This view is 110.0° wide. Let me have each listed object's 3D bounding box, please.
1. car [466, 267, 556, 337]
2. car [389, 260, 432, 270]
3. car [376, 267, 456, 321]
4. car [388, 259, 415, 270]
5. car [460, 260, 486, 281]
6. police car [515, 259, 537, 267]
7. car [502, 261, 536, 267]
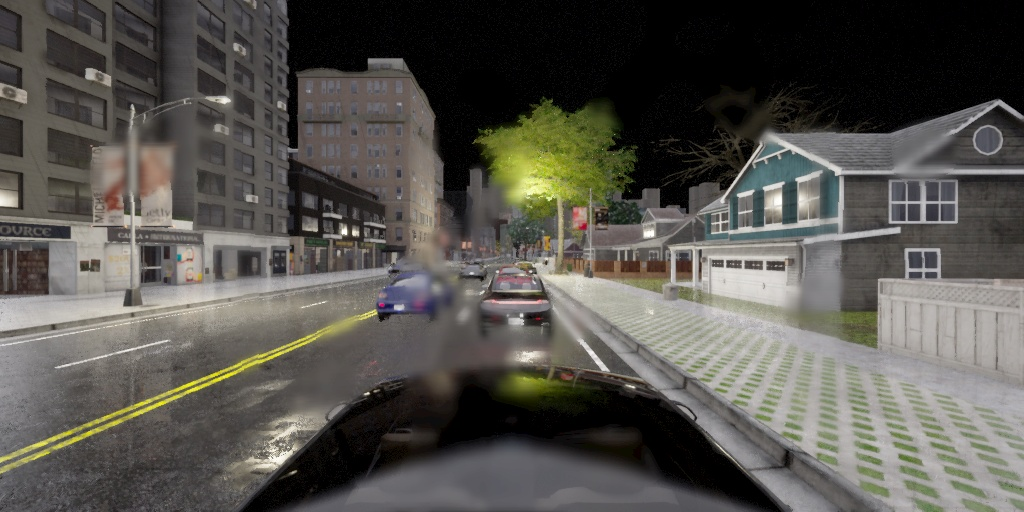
[{"bbox_3d":[0.112,1.239,10.296,2.128,1.511,4.902,0,0,0],"label":"car"},{"bbox_3d":[-6.573,1.241,24.817,1.837,1.490,4.892,0,0,0],"label":"car"},{"bbox_3d":[-3.137,1.272,12.319,1.812,1.442,4.674,0,0,0],"label":"car"},{"bbox_3d":[-9.816,1.078,33.100,2.097,1.767,4.553,0,0,0],"label":"car"},{"bbox_3d":[-3.118,1.295,29.801,1.994,1.385,4.181,0,0,0],"label":"car"},{"bbox_3d":[1.006,1.156,29.529,1.930,1.638,5.238,0,0,0],"label":"police car"},{"bbox_3d":[0.120,1.219,19.800,1.882,1.535,5.008,0,0,0],"label":"car"}]
